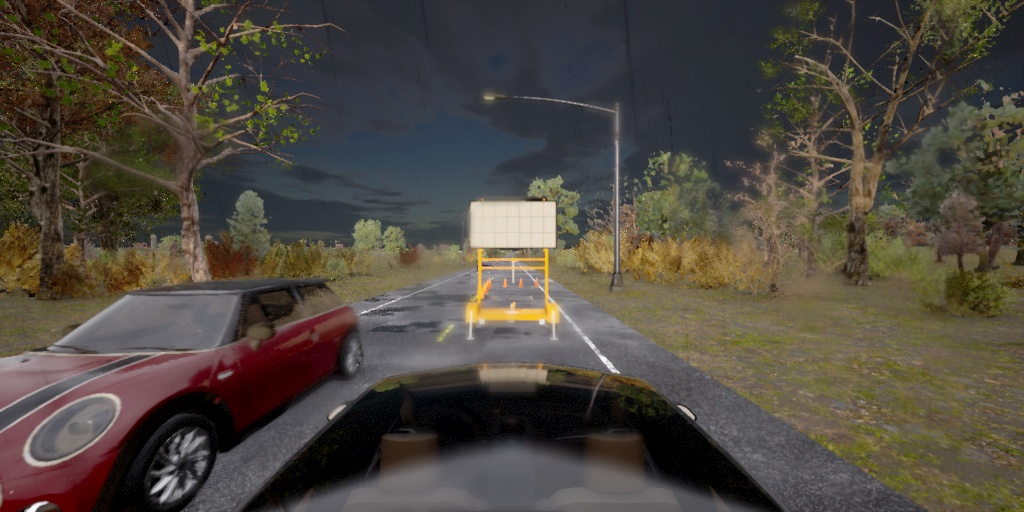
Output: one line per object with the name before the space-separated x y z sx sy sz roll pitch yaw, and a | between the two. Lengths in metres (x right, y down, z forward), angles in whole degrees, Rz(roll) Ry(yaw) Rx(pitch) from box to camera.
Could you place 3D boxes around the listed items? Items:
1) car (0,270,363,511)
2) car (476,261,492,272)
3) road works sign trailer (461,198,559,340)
car | -3.585 1.100 4.182 2.097 1.767 4.553 0 0 0
car | -3.593 1.323 46.395 1.895 1.301 4.718 0 0 0
road works sign trailer | 0.038 0.210 9.951 2.380 3.560 2.880 0 0 1
